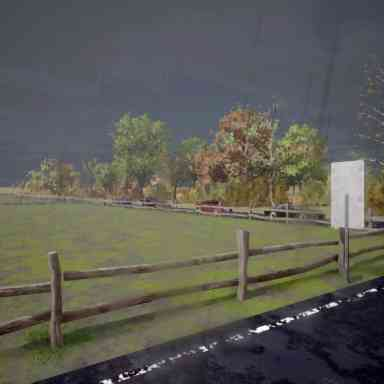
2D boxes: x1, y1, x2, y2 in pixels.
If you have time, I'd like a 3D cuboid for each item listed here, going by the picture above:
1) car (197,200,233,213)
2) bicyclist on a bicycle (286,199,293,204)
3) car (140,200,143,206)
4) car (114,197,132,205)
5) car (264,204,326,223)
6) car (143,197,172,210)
[{"bbox_3d":[2.244,1.565,34.844,1.812,1.442,4.674,0,0,-34],"label":"car"},{"bbox_3d":[9.956,1.491,34.192,1.656,1.620,0.582,0,0,-35],"label":"bicyclist on a bicycle"},{"bbox_3d":[-6.594,1.525,52.714,1.882,1.535,5.008,0,0,-34],"label":"car"},{"bbox_3d":[-12.540,1.590,61.227,2.033,1.411,5.357,0,0,-35],"label":"car"},{"bbox_3d":[8.081,1.628,26.406,1.895,1.301,4.718,0,0,-35],"label":"car"},{"bbox_3d":[-4.346,1.609,44.393,1.994,1.385,4.181,0,0,-35],"label":"car"}]
